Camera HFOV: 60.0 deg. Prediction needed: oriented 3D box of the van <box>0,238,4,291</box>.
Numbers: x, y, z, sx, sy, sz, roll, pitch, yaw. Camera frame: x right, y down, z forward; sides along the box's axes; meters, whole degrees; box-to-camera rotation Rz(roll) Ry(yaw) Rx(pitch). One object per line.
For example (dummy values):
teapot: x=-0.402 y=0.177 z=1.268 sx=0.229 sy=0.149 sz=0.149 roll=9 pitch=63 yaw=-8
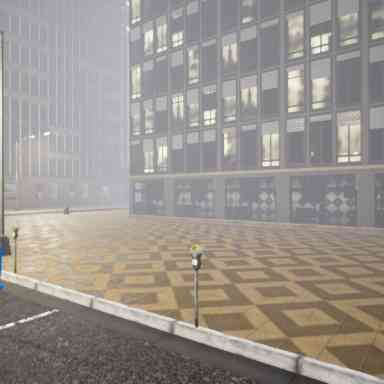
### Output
van: x=-5.614 y=1.336 z=6.995 sx=3.998 sy=1.788 sz=1.690 roll=0 pitch=0 yaw=36
